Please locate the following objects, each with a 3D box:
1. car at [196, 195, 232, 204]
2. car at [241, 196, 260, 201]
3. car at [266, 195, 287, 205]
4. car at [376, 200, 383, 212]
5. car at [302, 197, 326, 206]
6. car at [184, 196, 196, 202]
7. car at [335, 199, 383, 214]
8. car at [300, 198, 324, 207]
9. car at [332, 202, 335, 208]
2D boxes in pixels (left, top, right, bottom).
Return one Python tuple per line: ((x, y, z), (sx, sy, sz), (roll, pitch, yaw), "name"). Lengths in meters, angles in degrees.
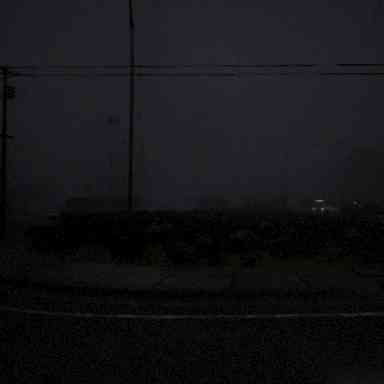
((3.322, 1.318, 47.591), (4.605, 1.855, 1.932), (1, 0, -7), "car")
((12.815, 1.634, 72.713), (4.193, 1.474, 1.816), (1, 0, -7), "car")
((15.136, 1.487, 59.420), (3.866, 1.878, 1.905), (1, 0, -7), "car")
((25.384, 1.822, 41.166), (1.882, 1.535, 5.008), (1, 0, -8), "car")
((22.504, 1.775, 61.433), (2.128, 1.511, 4.902), (1, 0, -8), "car")
((0.216, 1.462, 69.856), (3.905, 1.438, 1.784), (1, 0, -7), "car")
((18.283, 1.723, 35.419), (4.611, 1.667, 2.242), (1, 0, -7), "car")
((19.831, 1.892, 55.149), (1.895, 1.301, 4.718), (1, 0, -8), "car")
((23.852, 1.802, 52.145), (2.128, 1.511, 4.902), (1, 0, -8), "car")
